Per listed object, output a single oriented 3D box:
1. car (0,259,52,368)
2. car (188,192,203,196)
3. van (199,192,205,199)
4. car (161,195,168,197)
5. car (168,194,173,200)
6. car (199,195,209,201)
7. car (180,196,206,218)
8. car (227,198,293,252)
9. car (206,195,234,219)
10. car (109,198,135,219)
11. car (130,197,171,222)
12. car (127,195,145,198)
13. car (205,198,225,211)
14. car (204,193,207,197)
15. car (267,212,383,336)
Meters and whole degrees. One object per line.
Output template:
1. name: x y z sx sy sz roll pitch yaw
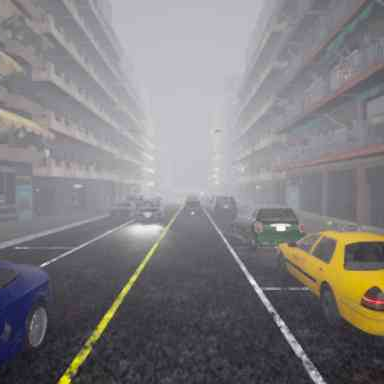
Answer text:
1. car: -3.068 1.516 3.403 1.812 1.442 4.674 0 0 0
2. car: 0.109 1.199 48.067 2.097 1.767 4.553 0 0 0
3. van: 2.705 1.024 90.273 1.690 1.788 3.998 -1 0 0
4. car: -5.683 1.384 56.232 1.947 1.339 4.313 -1 0 0
5. car: -5.673 1.259 84.557 2.008 1.369 4.403 -1 0 0
6. car: 2.703 1.304 73.281 2.008 1.369 4.403 -1 0 0
7. car: 0.071 1.420 28.893 1.837 1.490 4.892 0 1 0
8. car: 3.020 1.311 13.912 2.097 1.767 4.553 0 0 -3
9. car: 2.649 1.232 27.963 2.192 1.841 5.009 -1 0 0
10. car: -5.694 1.462 27.909 1.887 1.381 4.507 -1 0 0
11. car: -3.087 1.416 25.676 2.128 1.511 4.902 0 0 0
12. car: -5.696 1.214 33.571 2.192 1.841 5.009 -1 0 0
13. car: 2.658 1.445 39.294 1.947 1.339 4.313 -1 0 0
14. car: 2.651 1.213 33.629 2.192 1.841 5.009 -1 0 0
15. car: 3.152 1.436 6.925 1.801 1.575 5.366 0 0 0
